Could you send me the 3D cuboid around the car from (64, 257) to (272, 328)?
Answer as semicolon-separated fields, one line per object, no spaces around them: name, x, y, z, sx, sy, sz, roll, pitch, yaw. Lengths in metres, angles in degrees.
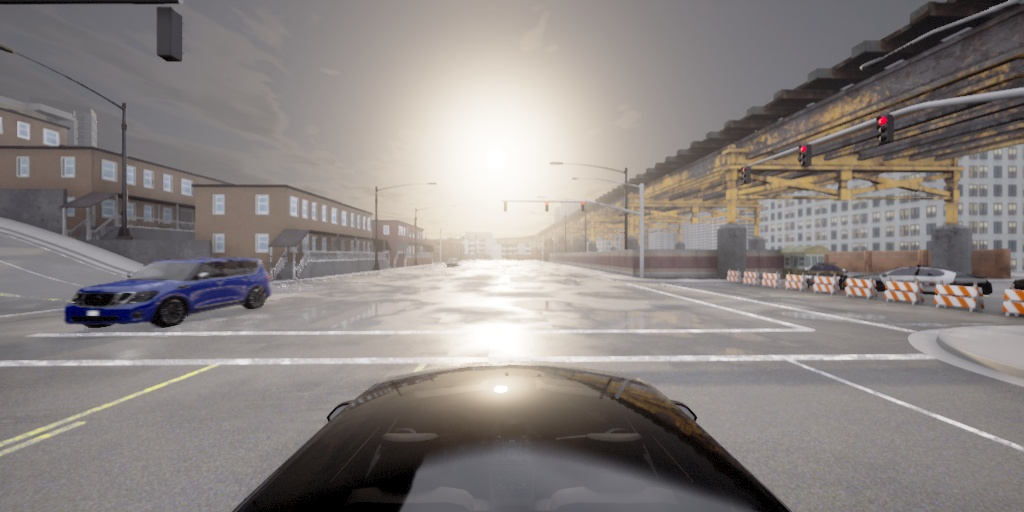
car;-10.501;1.069;11.746;2.150;2.045;5.566;0;0;0

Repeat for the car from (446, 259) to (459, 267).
car;-10.483;1.248;63.422;1.837;1.490;4.892;0;2;0
